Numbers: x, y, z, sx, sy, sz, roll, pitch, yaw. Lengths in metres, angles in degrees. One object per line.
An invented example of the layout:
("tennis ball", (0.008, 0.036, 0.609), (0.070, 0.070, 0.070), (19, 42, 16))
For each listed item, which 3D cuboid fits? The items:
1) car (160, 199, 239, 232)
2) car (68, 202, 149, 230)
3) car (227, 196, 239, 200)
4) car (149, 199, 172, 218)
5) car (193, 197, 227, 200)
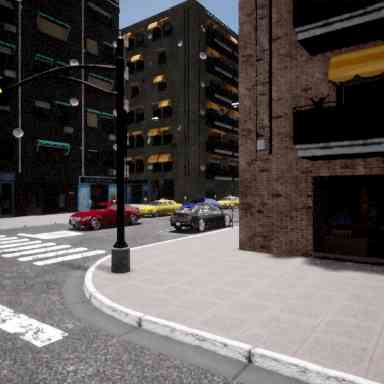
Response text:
("car", (0.591, 1.333, 18.305), (2.008, 1.369, 4.403), (1, 1, 36))
("car", (-5.011, 1.342, 19.788), (1.812, 1.442, 4.674), (0, 1, 36))
("car", (4.082, 1.111, 36.540), (1.752, 1.417, 4.829), (1, 1, 36))
("car", (-2.576, 1.252, 27.359), (1.752, 1.417, 4.829), (1, 1, 36))
("car", (0.709, 1.221, 27.692), (1.812, 1.442, 4.674), (0, 1, 36))
